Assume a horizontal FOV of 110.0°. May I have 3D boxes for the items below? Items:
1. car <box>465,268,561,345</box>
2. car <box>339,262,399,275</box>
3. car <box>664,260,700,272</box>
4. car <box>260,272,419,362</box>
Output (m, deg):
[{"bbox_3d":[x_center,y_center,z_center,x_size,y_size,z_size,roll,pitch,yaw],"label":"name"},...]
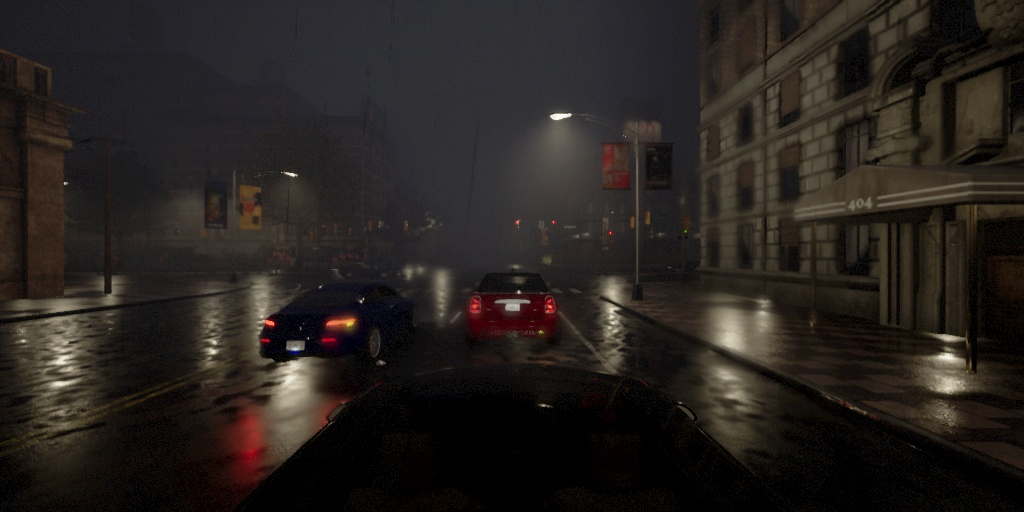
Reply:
[{"bbox_3d":[0.018,1.096,9.648,2.097,1.767,4.553,0,0,0],"label":"car"},{"bbox_3d":[-12.115,1.276,30.554,4.902,1.511,2.128,1,0,0],"label":"car"},{"bbox_3d":[20.464,1.223,42.219,4.892,1.490,1.837,-1,0,0],"label":"car"},{"bbox_3d":[-3.476,1.271,8.061,1.812,1.442,4.674,0,0,0],"label":"car"}]
